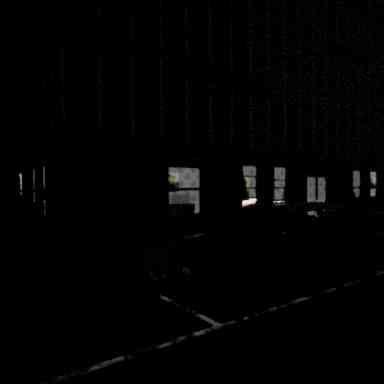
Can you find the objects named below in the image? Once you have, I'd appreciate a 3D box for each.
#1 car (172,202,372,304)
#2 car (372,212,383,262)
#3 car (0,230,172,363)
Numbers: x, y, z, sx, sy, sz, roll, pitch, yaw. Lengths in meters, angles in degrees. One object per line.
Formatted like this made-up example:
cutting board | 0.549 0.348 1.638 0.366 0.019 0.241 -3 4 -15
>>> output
car | 1.928 1.211 8.099 5.009 1.841 2.192 -1 1 -35
car | 6.463 1.365 11.325 4.313 1.339 1.947 -1 1 -35
car | -2.599 1.430 4.879 4.097 1.590 1.967 -1 1 -35
